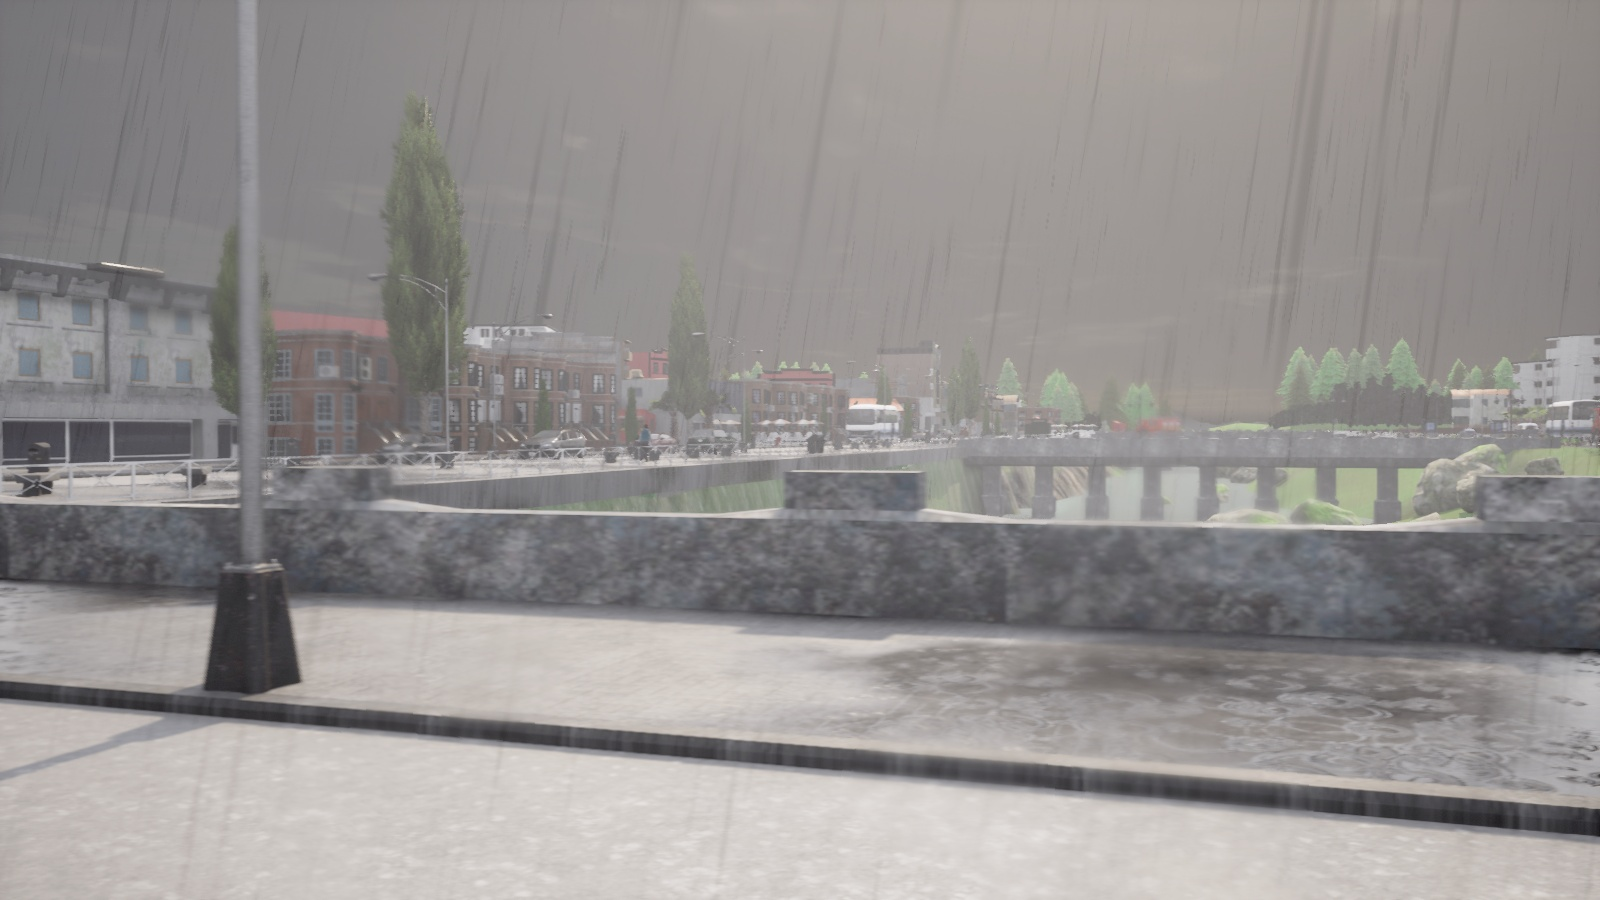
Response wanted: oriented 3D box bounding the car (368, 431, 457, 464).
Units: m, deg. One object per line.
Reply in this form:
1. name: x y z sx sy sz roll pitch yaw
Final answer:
1. car: -17.837 -0.155 57.982 1.816 1.474 4.193 1 1 19

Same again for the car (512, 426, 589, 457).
1. car: -13.832 -0.501 69.896 2.242 1.667 4.611 1 1 19

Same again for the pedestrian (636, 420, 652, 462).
1. pedestrian: -7.130 -0.409 57.354 0.396 1.930 0.692 1 1 23

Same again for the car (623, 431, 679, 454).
1. car: -9.684 -0.501 82.239 1.812 1.442 4.674 1 1 19

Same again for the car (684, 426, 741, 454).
1. car: -5.672 -0.643 81.621 2.097 1.767 4.553 1 1 19
